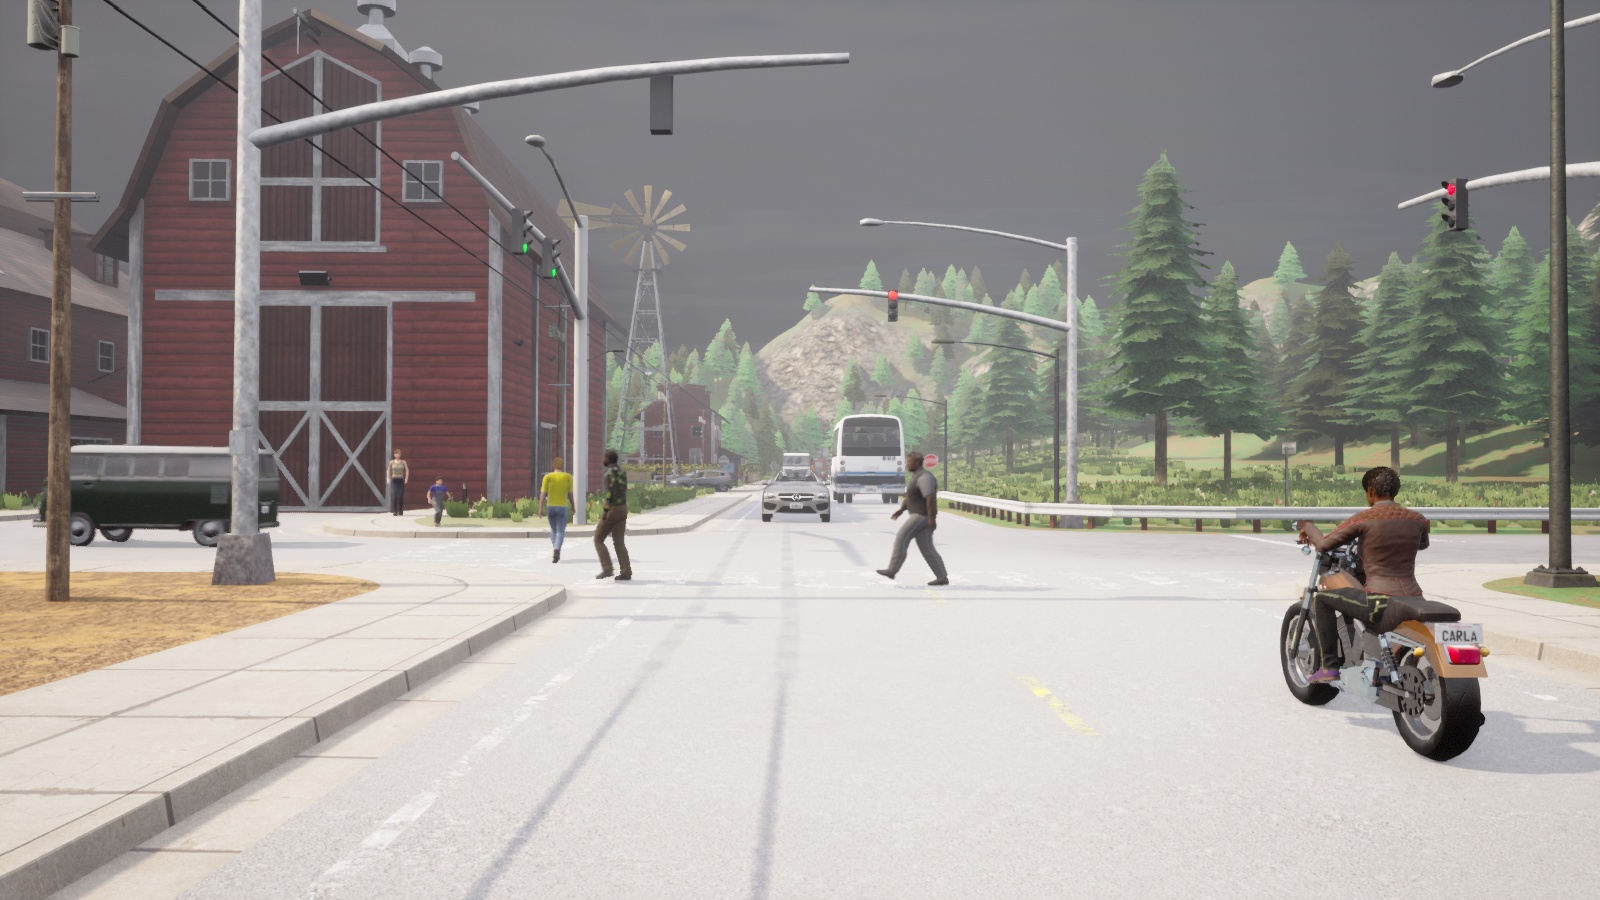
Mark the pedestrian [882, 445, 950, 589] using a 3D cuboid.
[{"bbox_3d":[1.538,0.878,16.685,0.849,1.883,0.563,0,-1,1],"label":"pedestrian"}]

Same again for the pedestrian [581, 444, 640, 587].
[{"bbox_3d":[-2.601,0.889,17.231,0.692,1.930,0.395,-1,-1,24],"label":"pedestrian"}]

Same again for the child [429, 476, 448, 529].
[{"bbox_3d":[-8.615,1.251,29.926,0.270,1.263,0.437,1,-1,-43],"label":"child"}]

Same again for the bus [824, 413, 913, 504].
[{"bbox_3d":[3.322,0.501,64.238,3.944,4.253,10.273,0,-1,0],"label":"bus"}]

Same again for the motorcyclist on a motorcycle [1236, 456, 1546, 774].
[{"bbox_3d":[3.478,0.880,7.705,0.766,1.649,2.350,0,-1,0],"label":"motorcyclist on a motorcycle"}]

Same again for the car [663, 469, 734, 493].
[{"bbox_3d":[-7.137,2.166,88.274,4.611,1.667,2.242,0,-1,-16],"label":"car"}]

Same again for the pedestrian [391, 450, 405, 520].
[{"bbox_3d":[-10.775,0.934,33.669,0.345,1.836,0.594,0,-1,-20],"label":"pedestrian"}]

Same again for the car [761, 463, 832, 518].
[{"bbox_3d":[-0.109,1.268,40.278,2.152,1.651,5.027,0,-1,0],"label":"car"}]

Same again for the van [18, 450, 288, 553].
[{"bbox_3d":[-12.825,1.005,25.091,4.442,1.987,1.775,0,-1,-1],"label":"van"}]

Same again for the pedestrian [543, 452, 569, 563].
[{"bbox_3d":[-4.118,0.962,21.206,0.354,1.836,0.706,0,-1,-5],"label":"pedestrian"}]
